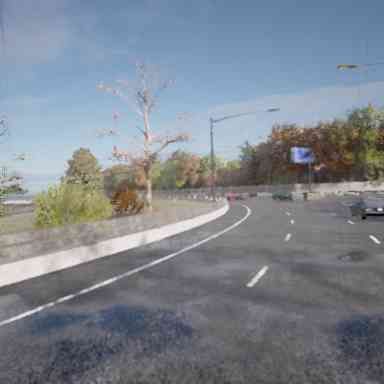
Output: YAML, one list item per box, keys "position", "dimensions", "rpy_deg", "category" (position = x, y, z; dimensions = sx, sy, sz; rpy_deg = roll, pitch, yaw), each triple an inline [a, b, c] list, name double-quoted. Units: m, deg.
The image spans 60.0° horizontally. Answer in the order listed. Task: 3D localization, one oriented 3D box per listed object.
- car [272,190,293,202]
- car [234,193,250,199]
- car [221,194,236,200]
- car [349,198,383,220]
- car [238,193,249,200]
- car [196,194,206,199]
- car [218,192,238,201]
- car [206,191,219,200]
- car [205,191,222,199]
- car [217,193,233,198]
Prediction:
- position: [15.917, 0.615, 58.786]
  dimensions: [2.150, 2.045, 5.566]
  rpy_deg: [-2, 0, -3]
  category: "car"
- position: [12.244, 0.944, 82.102]
  dimensions: [1.882, 1.535, 5.008]
  rpy_deg: [-2, 0, -17]
  category: "car"
- position: [8.833, 1.172, 81.332]
  dimensions: [1.895, 1.301, 4.718]
  rpy_deg: [-2, 0, -17]
  category: "car"
- position: [12.341, 1.113, 23.139]
  dimensions: [2.033, 1.411, 5.357]
  rpy_deg: [-2, 0, 15]
  category: "car"
- position: [10.857, 1.053, 72.473]
  dimensions: [2.128, 1.511, 4.902]
  rpy_deg: [-2, 0, -10]
  category: "car"
- position: [2.539, 1.117, 89.553]
  dimensions: [2.033, 1.411, 5.357]
  rpy_deg: [-2, 0, -23]
  category: "car"
- position: [7.612, 1.112, 70.681]
  dimensions: [1.882, 1.535, 5.008]
  rpy_deg: [-2, 0, -10]
  category: "car"
- position: [5.680, 1.180, 79.609]
  dimensions: [1.837, 1.490, 4.892]
  rpy_deg: [-2, 0, -15]
  category: "car"
- position: [5.802, 0.696, 90.785]
  dimensions: [2.150, 2.045, 5.566]
  rpy_deg: [-2, 0, -23]
  category: "car"
- position: [9.108, 0.904, 91.962]
  dimensions: [2.033, 1.411, 5.357]
  rpy_deg: [-2, 0, -23]
  category: "car"
